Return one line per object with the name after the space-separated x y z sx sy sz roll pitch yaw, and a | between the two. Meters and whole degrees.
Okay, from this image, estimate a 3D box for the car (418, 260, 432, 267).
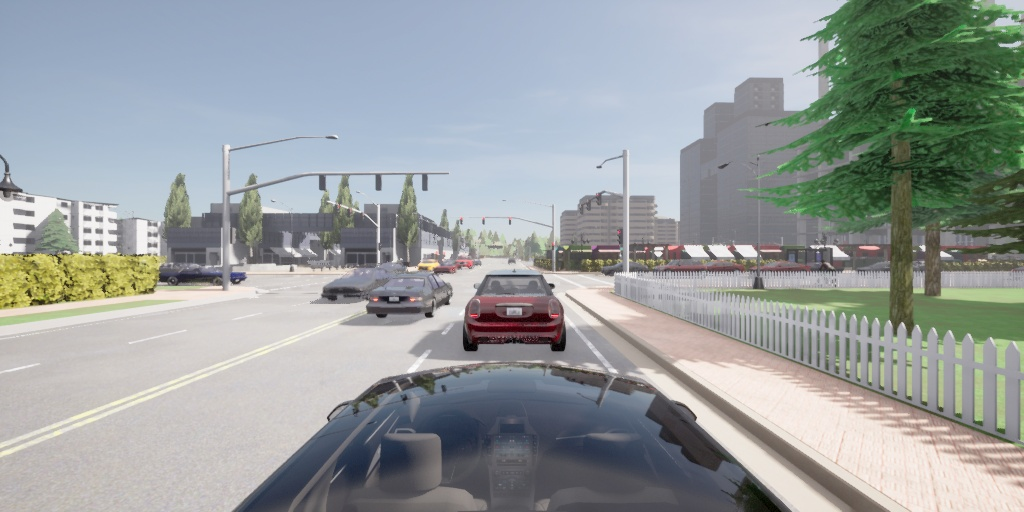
-10.612 1.223 45.741 1.882 1.535 5.008 0 0 0 | car

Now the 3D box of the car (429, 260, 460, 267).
-7.111 1.347 38.336 1.895 1.301 4.718 0 0 0 | car

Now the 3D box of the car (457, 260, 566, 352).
0.062 1.101 9.112 2.097 1.767 4.553 0 0 0 | car

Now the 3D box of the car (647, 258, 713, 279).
15.072 1.099 32.364 4.553 1.767 2.097 0 0 -1 | car

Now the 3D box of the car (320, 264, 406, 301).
-7.105 1.296 17.472 2.033 1.411 5.357 0 0 0 | car

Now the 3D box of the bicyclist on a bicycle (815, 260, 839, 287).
18.787 1.050 21.472 0.582 1.620 1.656 0 0 -1 | bicyclist on a bicycle

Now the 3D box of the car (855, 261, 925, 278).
34.347 1.252 32.842 4.892 1.490 1.837 0 0 -1 | car

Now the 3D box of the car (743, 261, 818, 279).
24.285 1.224 32.596 5.008 1.535 1.882 0 0 -1 | car

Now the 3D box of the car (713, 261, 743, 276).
20.548 1.224 36.006 5.008 1.535 1.882 0 0 -1 | car

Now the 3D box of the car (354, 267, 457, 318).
-3.421 1.296 12.946 2.033 1.411 5.357 0 0 0 | car

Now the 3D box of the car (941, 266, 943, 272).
40.671 1.238 36.480 4.902 1.511 2.128 0 0 -1 | car

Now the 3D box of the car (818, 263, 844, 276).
30.446 1.347 36.253 4.718 1.301 1.895 0 0 -1 | car

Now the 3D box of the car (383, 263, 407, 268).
-10.609 1.294 31.361 2.033 1.411 5.357 0 0 0 | car

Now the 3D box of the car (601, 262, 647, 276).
11.223 1.272 35.750 4.674 1.442 1.812 0 0 -1 | car

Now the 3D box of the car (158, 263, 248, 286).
-20.886 1.349 24.358 4.718 1.301 1.895 0 0 -1 | car

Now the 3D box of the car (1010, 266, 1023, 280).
43.873 1.311 29.428 4.181 1.385 1.994 0 0 -3 | car

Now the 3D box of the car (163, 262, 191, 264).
-25.396 1.239 27.752 4.902 1.511 2.128 0 0 -2 | car

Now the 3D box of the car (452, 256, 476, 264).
-7.103 0.966 53.511 2.150 2.045 5.566 0 0 0 | car
